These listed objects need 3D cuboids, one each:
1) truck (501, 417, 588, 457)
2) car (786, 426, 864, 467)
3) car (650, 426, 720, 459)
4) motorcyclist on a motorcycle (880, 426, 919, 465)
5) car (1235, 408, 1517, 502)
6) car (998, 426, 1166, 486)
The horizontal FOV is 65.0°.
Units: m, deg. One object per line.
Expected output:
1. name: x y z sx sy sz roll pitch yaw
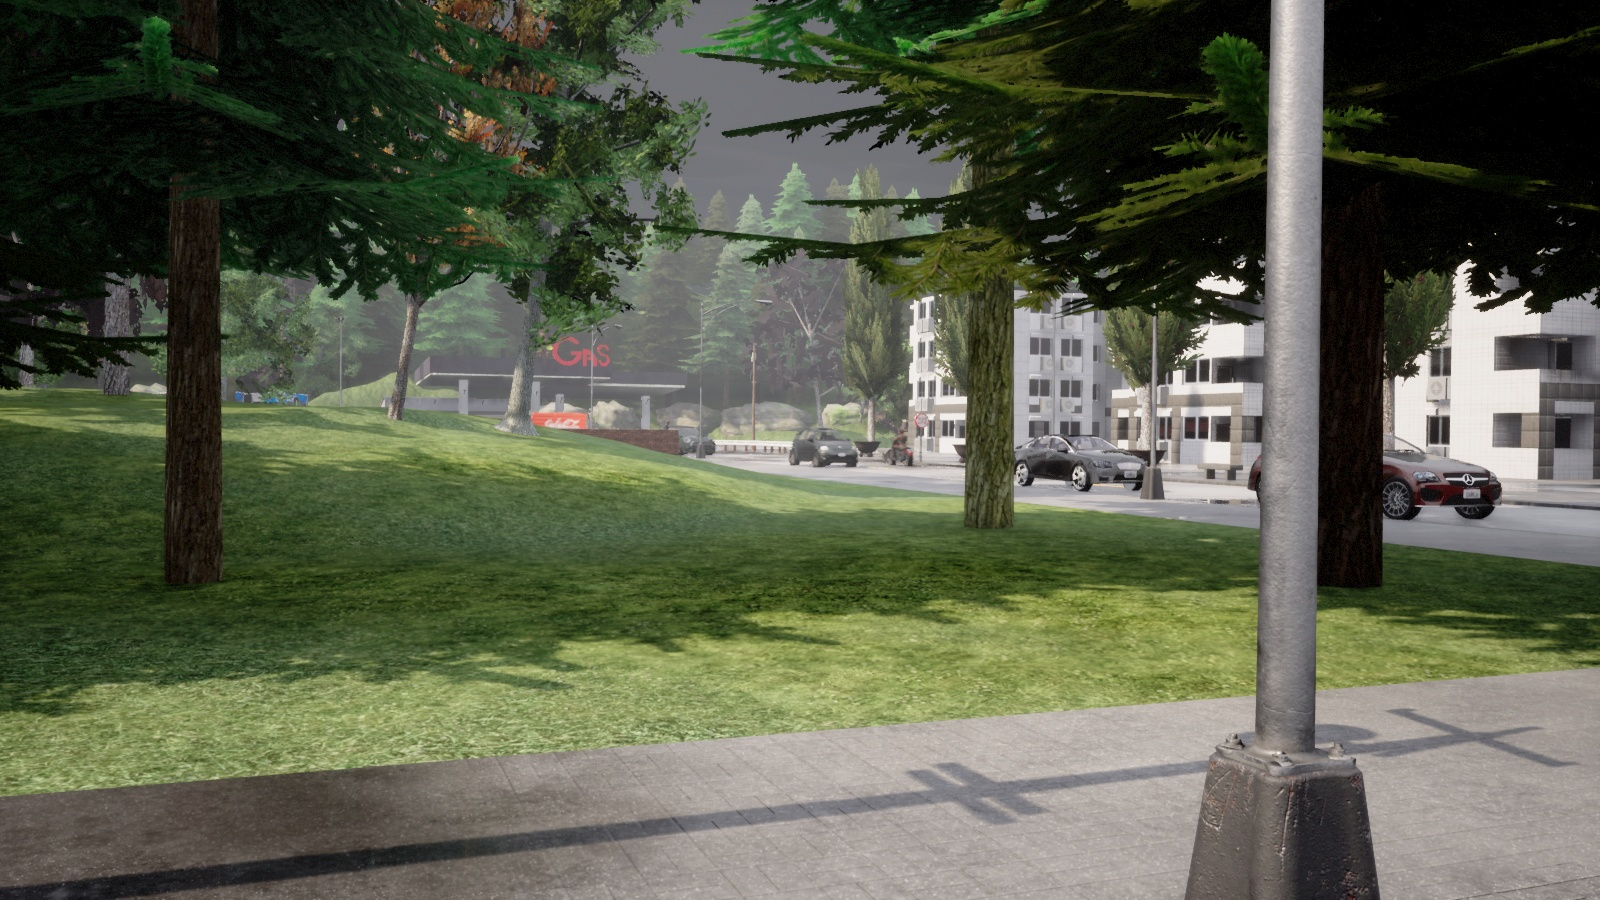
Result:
1. truck: -16.390 -0.826 80.848 5.204 2.467 2.627 -1 0 -6
2. car: 0.985 -0.160 51.950 1.851 1.617 3.988 -1 1 -21
3. car: -6.558 -0.434 71.413 2.097 1.767 4.553 -1 1 -32
4. motorcyclist on a motorcycle: 4.298 -0.185 54.494 0.766 1.649 2.350 -1 1 -21
5. car: 11.236 0.049 24.984 2.152 1.651 5.027 -1 1 -21
6. car: 7.614 0.111 34.497 2.128 1.511 4.902 -1 1 -21
